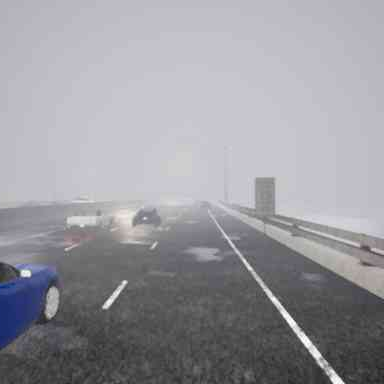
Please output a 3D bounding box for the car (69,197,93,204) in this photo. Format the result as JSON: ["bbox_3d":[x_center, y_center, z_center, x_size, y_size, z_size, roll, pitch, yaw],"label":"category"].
[{"bbox_3d":[-16.799,1.721,50.645,2.150,2.045,5.566,0,-1,2],"label":"car"}]

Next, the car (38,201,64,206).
[{"bbox_3d":[-20.347,2.008,49.061,1.812,1.442,4.674,0,-1,2],"label":"car"}]

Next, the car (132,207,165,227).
[{"bbox_3d":[-3.204,1.802,24.973,1.994,1.385,4.181,0,-1,1],"label":"car"}]

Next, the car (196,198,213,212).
[{"bbox_3d":[1.876,1.970,46.873,1.837,1.490,4.892,0,-1,2],"label":"car"}]

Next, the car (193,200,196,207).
[{"bbox_3d":[1.268,2.250,65.701,1.895,1.301,4.718,0,-1,2],"label":"car"}]

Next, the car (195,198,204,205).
[{"bbox_3d":[1.947,2.253,81.539,2.128,1.511,4.902,0,-1,3],"label":"car"}]

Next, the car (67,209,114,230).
[{"bbox_3d":[-6.740,1.815,22.669,1.895,1.301,4.718,0,-1,1],"label":"car"}]

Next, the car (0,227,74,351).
[{"bbox_3d":[-3.390,1.517,4.251,1.882,1.535,5.008,0,-1,0],"label":"car"}]

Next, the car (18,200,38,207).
[{"bbox_3d":[-23.843,1.974,49.177,2.128,1.511,4.902,0,-1,2],"label":"car"}]
